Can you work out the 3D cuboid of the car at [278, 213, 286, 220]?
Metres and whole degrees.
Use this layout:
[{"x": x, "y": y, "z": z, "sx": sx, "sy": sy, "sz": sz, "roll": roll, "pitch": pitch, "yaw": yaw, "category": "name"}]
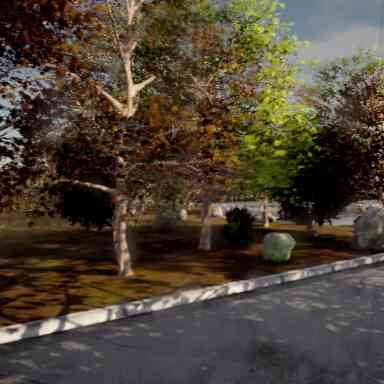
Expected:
[{"x": 8.934, "y": 1.294, "z": 25.598, "sx": 2.097, "sy": 1.767, "sz": 4.553, "roll": -2, "pitch": 1, "yaw": -37, "category": "car"}]
